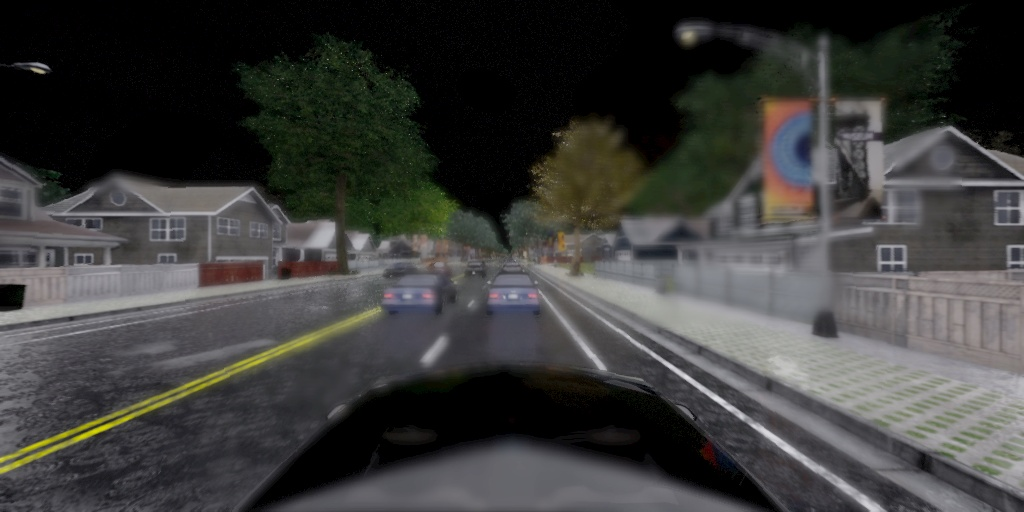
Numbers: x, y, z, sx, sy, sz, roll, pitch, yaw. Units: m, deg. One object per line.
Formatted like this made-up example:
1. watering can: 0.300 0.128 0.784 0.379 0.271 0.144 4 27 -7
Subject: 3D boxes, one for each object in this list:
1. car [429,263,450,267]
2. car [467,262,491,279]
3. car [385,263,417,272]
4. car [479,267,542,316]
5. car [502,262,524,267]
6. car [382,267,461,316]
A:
1. car: -6.592 1.335 32.866 1.812 1.442 4.674 0 0 0
2. car: -3.145 1.316 33.697 1.837 1.490 4.892 0 0 0
3. car: -9.842 1.356 32.366 2.033 1.411 5.357 0 0 0
4. car: 0.098 1.320 13.499 2.033 1.411 5.357 0 0 0
5. car: 0.104 1.302 33.563 2.128 1.511 4.902 0 0 0
6. car: -3.152 1.320 13.510 2.033 1.411 5.357 0 0 0
